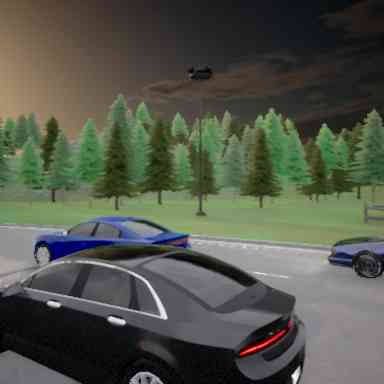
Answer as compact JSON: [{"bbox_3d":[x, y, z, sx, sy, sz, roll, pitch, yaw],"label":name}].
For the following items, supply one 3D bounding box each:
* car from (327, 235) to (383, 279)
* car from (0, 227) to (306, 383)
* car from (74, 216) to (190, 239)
[{"bbox_3d":[6.256,1.481,8.077,5.357,1.411,2.033,0,0,34],"label":"car"},{"bbox_3d":[-1.048,1.481,4.465,4.892,1.490,1.837,0,0,33],"label":"car"},{"bbox_3d":[-2.373,1.430,9.403,5.008,1.535,1.882,0,0,32],"label":"car"}]
